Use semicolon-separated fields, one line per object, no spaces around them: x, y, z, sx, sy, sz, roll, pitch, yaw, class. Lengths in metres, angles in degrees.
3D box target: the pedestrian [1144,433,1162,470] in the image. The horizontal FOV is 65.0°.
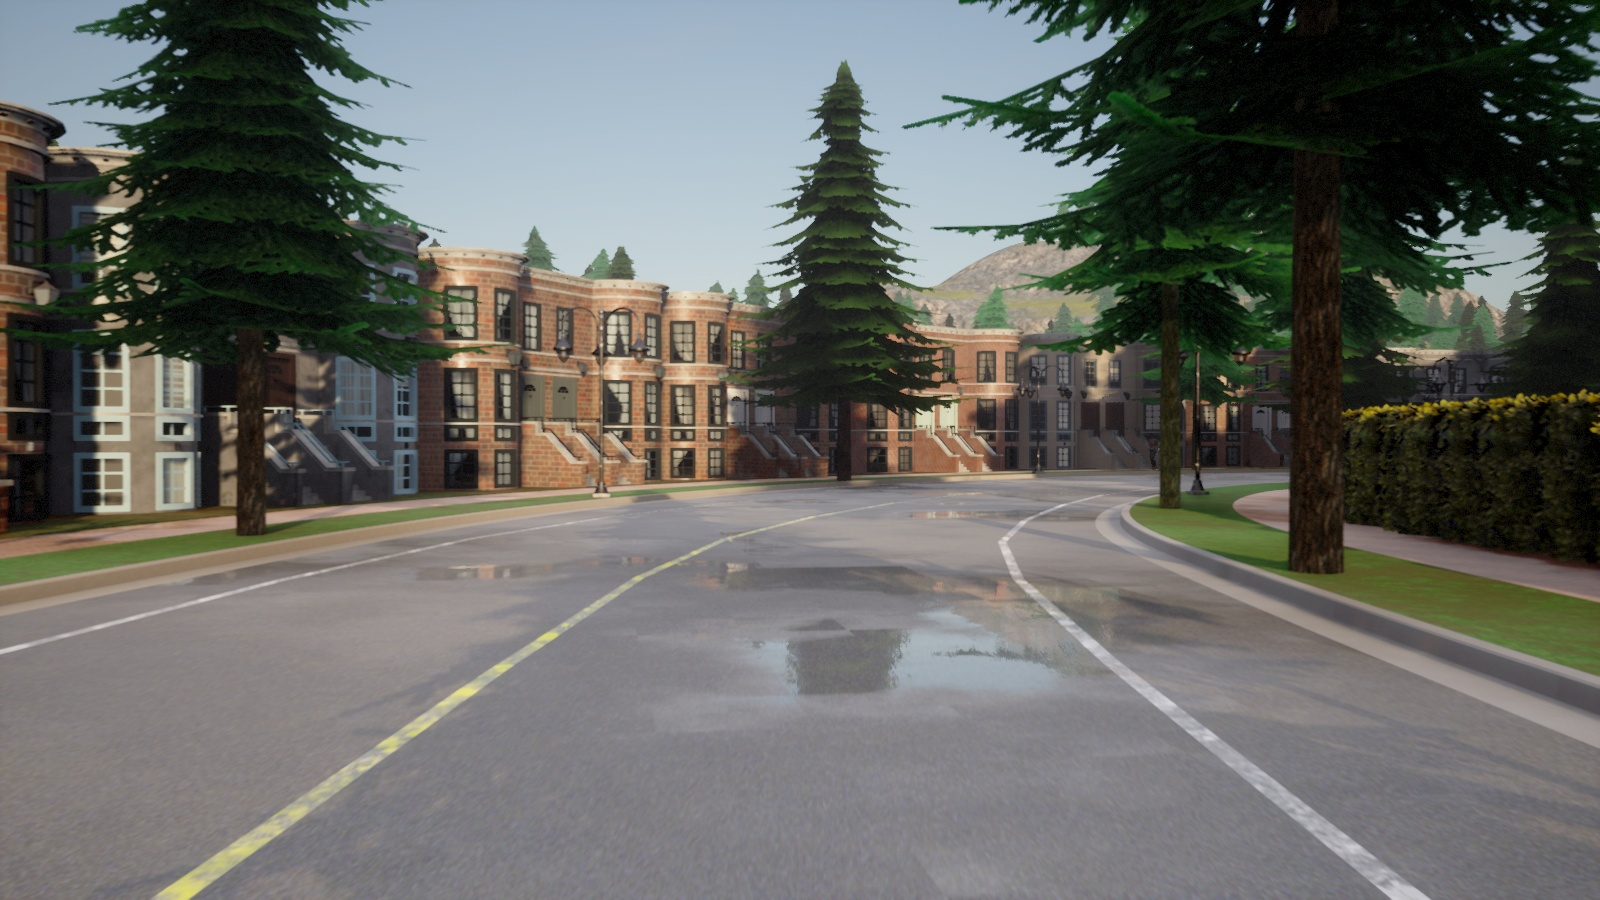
17.266;0.073;61.407;0.869;1.805;0.328;0;0;-34;pedestrian
